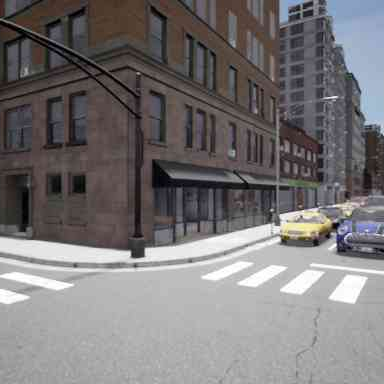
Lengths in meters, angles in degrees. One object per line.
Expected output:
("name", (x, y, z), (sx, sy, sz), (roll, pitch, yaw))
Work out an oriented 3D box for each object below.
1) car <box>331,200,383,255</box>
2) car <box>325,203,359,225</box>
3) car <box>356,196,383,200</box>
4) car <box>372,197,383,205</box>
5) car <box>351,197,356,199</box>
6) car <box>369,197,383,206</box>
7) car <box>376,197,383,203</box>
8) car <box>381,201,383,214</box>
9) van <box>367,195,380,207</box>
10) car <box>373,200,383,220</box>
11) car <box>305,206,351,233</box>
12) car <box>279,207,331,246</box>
("car", (7.187, 1.399, 13.331), (2.097, 1.767, 4.553), (0, 0, 32))
("car", (11.535, 1.596, 25.436), (1.752, 1.417, 4.829), (0, 0, 32))
("car", (12.263, 1.284, 21.420), (2.150, 2.045, 5.566), (0, 0, 33))
("car", (35.696, 1.716, 63.884), (1.802, 1.307, 4.206), (0, 0, 32))
("car", (17.644, 1.403, 35.156), (2.192, 1.841, 5.009), (0, 0, 32))
("car", (32.688, 1.669, 59.096), (1.887, 1.381, 4.507), (0, 0, 32))
("car", (41.711, 1.754, 73.457), (1.802, 1.307, 4.206), (0, 0, 32))
("car", (22.295, 1.692, 37.191), (1.895, 1.301, 4.718), (0, 0, 32))
("van", (29.680, 1.459, 54.308), (1.690, 1.788, 3.998), (0, 0, 32))
("car", (17.560, 1.570, 29.752), (2.128, 1.511, 4.902), (0, 0, 33))
("car", (8.617, 1.627, 20.792), (1.947, 1.339, 4.313), (0, 0, 32))
("car", (5.517, 1.577, 15.860), (1.752, 1.417, 4.829), (0, 0, 32))
